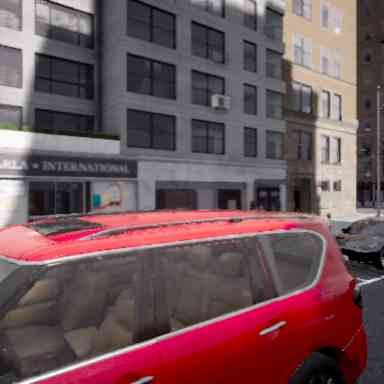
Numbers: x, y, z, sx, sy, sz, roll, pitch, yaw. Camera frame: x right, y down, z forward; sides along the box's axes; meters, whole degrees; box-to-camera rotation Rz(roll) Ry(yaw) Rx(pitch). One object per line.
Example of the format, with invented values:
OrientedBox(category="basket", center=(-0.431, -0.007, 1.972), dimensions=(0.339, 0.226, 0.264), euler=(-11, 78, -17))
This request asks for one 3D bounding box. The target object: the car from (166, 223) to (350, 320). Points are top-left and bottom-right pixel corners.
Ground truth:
OrientedBox(category="car", center=(1.666, 1.565, 7.726), dimensions=(4.206, 1.307, 1.802), euler=(0, 0, -36))

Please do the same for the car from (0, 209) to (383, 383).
OrientedBox(category="car", center=(-0.841, 1.222, 2.651), dimensions=(5.566, 2.045, 2.150), euler=(0, 0, -35))
